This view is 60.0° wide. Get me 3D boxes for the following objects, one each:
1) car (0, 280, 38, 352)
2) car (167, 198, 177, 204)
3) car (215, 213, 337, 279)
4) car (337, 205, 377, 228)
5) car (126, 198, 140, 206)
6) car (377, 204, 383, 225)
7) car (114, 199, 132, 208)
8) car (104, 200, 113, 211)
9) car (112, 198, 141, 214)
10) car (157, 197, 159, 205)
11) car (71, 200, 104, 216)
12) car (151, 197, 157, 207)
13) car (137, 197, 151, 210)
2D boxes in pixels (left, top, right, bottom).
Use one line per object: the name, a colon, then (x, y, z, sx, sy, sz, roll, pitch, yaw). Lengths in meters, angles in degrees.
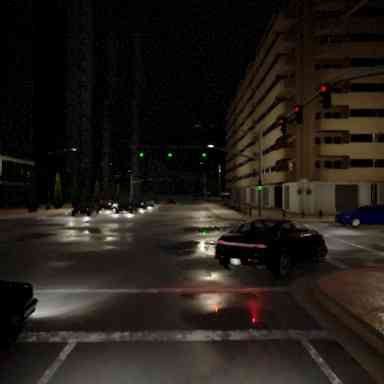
car: (-3.511, 1.565, 3.142, 2.033, 1.411, 5.357, 0, 0, 0)
car: (-4.253, 1.915, 70.419, 1.895, 1.301, 4.718, 0, 0, -1)
car: (2.658, 1.586, 10.501, 2.128, 1.511, 4.902, -1, -1, 39)
car: (12.588, 1.629, 23.261, 5.008, 1.535, 1.882, 0, 0, -1)
car: (-11.223, 1.857, 64.014, 1.994, 1.385, 4.181, 0, 0, -1)
car: (14.189, 1.626, 19.787, 4.902, 1.511, 2.128, 0, 0, -1)
car: (-11.171, 1.849, 53.915, 1.895, 1.301, 4.718, 0, 0, 0)
car: (-11.087, 1.753, 44.202, 2.033, 1.411, 5.357, 0, 0, -1)
car: (-7.512, 1.704, 38.671, 1.812, 1.442, 4.674, 0, 0, 1)
car: (-7.771, 1.807, 68.128, 1.837, 1.490, 4.892, 0, 0, -1)
car: (-10.979, 1.688, 34.613, 1.812, 1.442, 4.674, 0, 0, 0)
car: (-7.691, 1.864, 57.777, 1.895, 1.301, 4.718, 0, 0, 0)
car: (-7.621, 1.570, 47.720, 2.097, 1.767, 4.553, 0, 0, 0)
